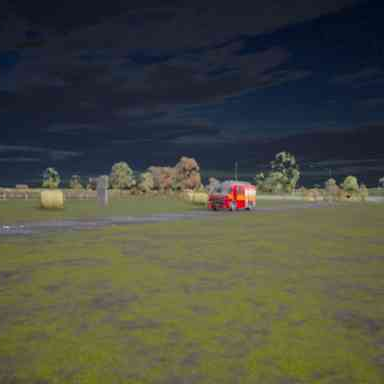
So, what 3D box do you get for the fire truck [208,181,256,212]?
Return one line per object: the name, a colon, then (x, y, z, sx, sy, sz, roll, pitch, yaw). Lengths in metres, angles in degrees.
fire truck: (5.473, 0.534, 44.103, 2.891, 3.827, 8.468, 0, -1, 35)
